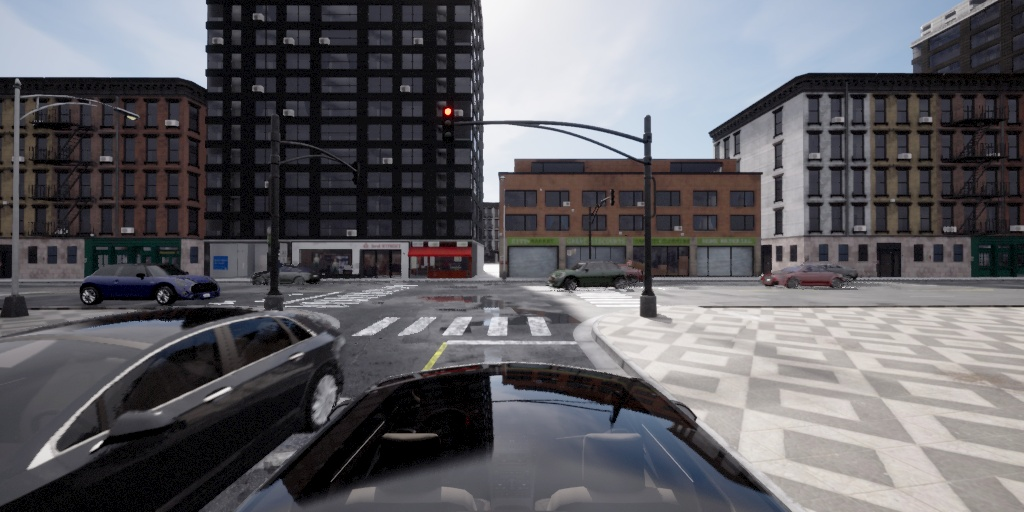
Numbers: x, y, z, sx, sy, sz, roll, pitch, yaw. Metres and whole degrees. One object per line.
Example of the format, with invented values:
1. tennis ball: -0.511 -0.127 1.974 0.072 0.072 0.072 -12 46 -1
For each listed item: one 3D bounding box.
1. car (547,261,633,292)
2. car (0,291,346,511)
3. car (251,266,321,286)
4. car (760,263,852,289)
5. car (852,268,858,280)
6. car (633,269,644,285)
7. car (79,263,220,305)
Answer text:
1. car: 4.379 1.096 21.136 4.553 1.767 2.097 0 0 -14
2. car: -3.068 1.256 2.742 1.837 1.490 4.892 0 0 0
3. car: -15.836 1.382 25.240 4.181 1.385 1.994 0 0 0
4. car: 17.795 1.289 22.094 4.181 1.385 1.994 0 0 0
5. car: 21.486 1.236 25.356 4.902 1.511 2.128 0 0 0
6. car: 6.878 1.300 25.313 4.674 1.442 1.812 0 0 0
7. car: -15.217 1.088 15.270 4.553 1.767 2.097 0 0 1
